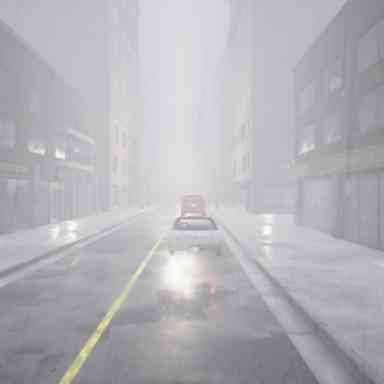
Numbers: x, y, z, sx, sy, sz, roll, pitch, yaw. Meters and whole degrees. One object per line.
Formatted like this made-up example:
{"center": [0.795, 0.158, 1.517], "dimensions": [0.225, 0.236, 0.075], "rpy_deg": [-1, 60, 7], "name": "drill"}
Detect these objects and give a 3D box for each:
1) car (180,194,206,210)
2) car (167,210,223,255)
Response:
{"center": [0.111, 1.236, 30.575], "dimensions": [2.150, 2.045, 5.566], "rpy_deg": [0, 0, 0], "name": "car"}
{"center": [0.103, 1.605, 13.254], "dimensions": [1.895, 1.301, 4.718], "rpy_deg": [0, 0, 0], "name": "car"}
